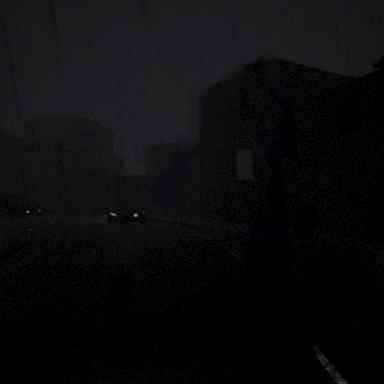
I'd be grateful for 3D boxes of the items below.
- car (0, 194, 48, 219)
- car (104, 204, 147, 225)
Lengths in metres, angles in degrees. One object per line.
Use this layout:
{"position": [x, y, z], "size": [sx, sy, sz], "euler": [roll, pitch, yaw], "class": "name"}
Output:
{"position": [-15.164, 1.178, 28.993], "size": [5.566, 2.045, 2.150], "euler": [0, -2, 27], "class": "car"}
{"position": [-4.996, 1.591, 24.532], "size": [1.994, 1.385, 4.181], "euler": [1, -1, -34], "class": "car"}
